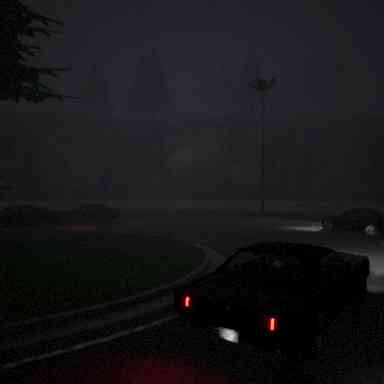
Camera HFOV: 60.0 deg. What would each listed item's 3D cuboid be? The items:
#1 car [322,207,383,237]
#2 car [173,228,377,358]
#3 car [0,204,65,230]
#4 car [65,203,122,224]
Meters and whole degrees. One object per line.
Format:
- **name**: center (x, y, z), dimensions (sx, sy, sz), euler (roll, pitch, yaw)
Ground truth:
- **car**: center (8.933, 1.525, 17.417), dimensions (1.812, 1.442, 4.674), euler (0, 0, -20)
- **car**: center (1.865, 1.601, 6.135), dimensions (1.895, 1.301, 4.718), euler (0, 0, 38)
- **car**: center (-10.470, 1.489, 19.878), dimensions (5.008, 1.535, 1.882), euler (0, -1, -19)
- **car**: center (-7.509, 1.536, 24.173), dimensions (4.674, 1.442, 1.812), euler (0, -1, -2)
